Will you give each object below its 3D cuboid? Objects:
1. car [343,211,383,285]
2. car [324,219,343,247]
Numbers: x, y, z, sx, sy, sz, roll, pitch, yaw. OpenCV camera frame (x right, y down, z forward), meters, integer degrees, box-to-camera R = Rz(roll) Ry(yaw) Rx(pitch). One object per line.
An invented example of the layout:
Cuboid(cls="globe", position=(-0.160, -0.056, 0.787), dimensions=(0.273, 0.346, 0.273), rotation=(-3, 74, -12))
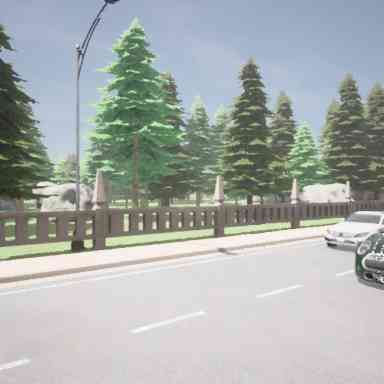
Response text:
Cuboid(cls="car", position=(6.201, 1.358, 8.633), dimensions=(4.553, 1.767, 2.097), rotation=(0, 0, -37))
Cuboid(cls="car", position=(7.477, 1.536, 13.930), dimensions=(4.674, 1.442, 1.812), rotation=(0, 0, -37))
